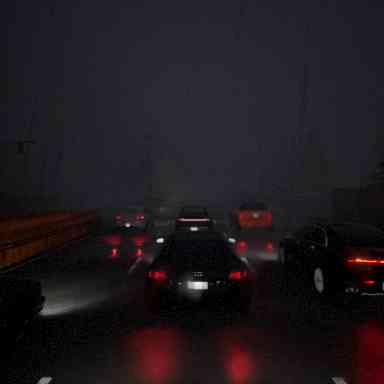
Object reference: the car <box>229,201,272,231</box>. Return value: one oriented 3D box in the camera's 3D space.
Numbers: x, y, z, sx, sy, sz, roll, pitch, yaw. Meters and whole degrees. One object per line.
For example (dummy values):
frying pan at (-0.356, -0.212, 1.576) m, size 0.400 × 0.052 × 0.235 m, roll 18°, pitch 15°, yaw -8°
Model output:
car at (3.597, 1.354, 20.926) m, size 2.097 × 1.767 × 4.553 m, roll 0°, pitch 0°, yaw 0°

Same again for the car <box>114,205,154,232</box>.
car at (-3.406, 1.526, 19.978) m, size 1.812 × 1.442 × 4.674 m, roll 0°, pitch 0°, yaw 0°

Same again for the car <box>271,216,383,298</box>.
car at (3.598, 1.501, 8.445) m, size 1.837 × 1.490 × 4.892 m, roll 0°, pitch -1°, yaw 0°

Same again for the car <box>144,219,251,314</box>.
car at (0.099, 1.564, 7.686) m, size 1.994 × 1.385 × 4.181 m, roll 0°, pitch 0°, yaw 0°

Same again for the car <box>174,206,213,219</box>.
car at (0.097, 1.492, 17.635) m, size 2.128 × 1.511 × 4.902 m, roll 0°, pitch 0°, yaw 0°

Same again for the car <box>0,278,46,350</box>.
car at (-3.400, 1.548, 3.169) m, size 2.033 × 1.411 × 5.357 m, roll 0°, pitch 0°, yaw 0°
